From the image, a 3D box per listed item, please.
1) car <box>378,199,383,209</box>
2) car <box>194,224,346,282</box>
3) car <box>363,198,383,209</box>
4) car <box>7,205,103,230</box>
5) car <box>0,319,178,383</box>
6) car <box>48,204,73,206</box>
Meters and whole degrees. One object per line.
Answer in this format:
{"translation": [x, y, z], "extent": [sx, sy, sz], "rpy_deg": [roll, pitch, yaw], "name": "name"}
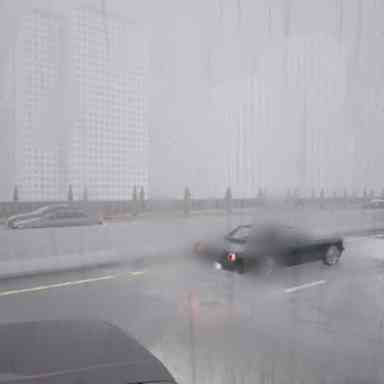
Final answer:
{"translation": [19.560, 1.579, 30.844], "extent": [4.181, 1.385, 1.994], "rpy_deg": [0, 0, -35], "name": "car"}
{"translation": [2.471, 1.604, 9.812], "extent": [4.718, 1.301, 1.895], "rpy_deg": [0, 0, -36], "name": "car"}
{"translation": [23.791, 1.546, 42.448], "extent": [4.674, 1.442, 1.812], "rpy_deg": [0, 0, -35], "name": "car"}
{"translation": [-6.581, 1.565, 16.497], "extent": [4.181, 1.385, 1.994], "rpy_deg": [0, 0, -36], "name": "car"}
{"translation": [-2.636, 1.547, 1.868], "extent": [5.357, 1.411, 2.033], "rpy_deg": [0, 0, -36], "name": "car"}
{"translation": [-8.157, 1.506, 19.672], "extent": [4.892, 1.490, 1.837], "rpy_deg": [0, 0, -36], "name": "car"}
